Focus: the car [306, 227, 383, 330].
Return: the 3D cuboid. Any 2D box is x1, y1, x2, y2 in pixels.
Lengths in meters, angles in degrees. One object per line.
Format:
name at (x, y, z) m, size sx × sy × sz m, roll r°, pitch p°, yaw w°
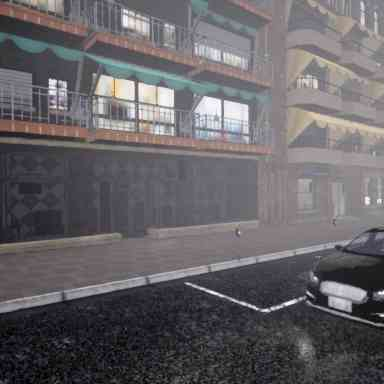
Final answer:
car at (4.245, 1.490, 6.716) m, size 4.902 × 1.511 × 2.128 m, roll 0°, pitch 0°, yaw -38°
